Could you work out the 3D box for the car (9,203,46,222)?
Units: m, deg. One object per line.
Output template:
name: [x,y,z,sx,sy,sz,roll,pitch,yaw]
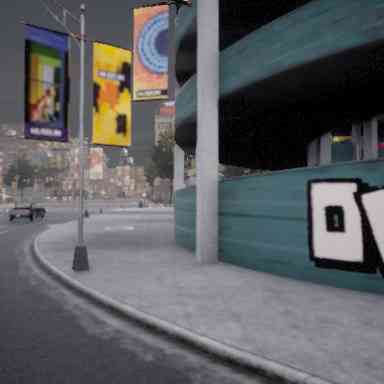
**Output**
car: [-14.219,1.711,28.994,2.128,1.511,4.902,0,-1,-8]
